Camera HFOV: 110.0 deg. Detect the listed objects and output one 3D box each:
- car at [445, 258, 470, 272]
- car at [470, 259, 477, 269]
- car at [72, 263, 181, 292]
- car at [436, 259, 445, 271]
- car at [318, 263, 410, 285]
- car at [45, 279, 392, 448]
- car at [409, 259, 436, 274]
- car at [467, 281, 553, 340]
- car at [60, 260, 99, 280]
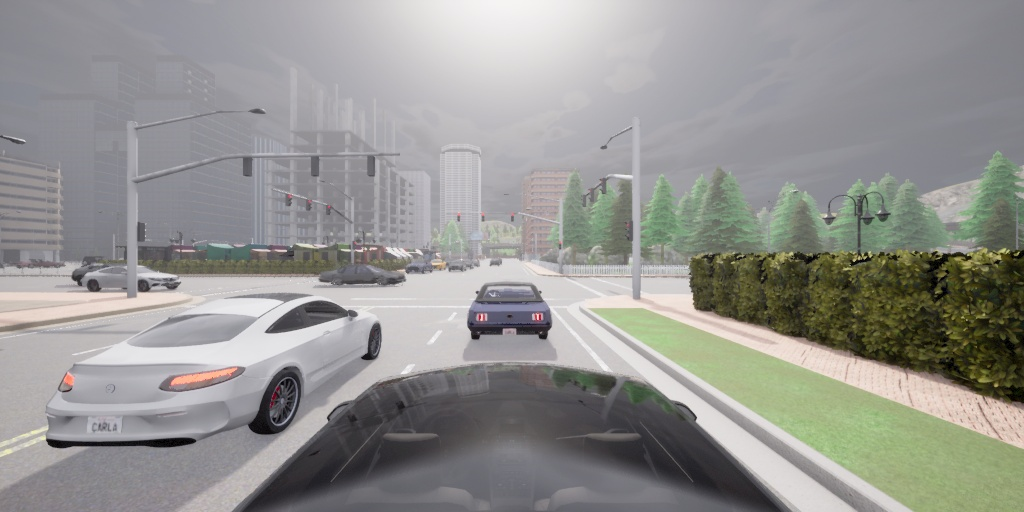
[{"bbox_3d":[-7.075,1.255,46.901,1.837,1.490,4.892,0,0,0],"label":"car"},{"bbox_3d":[-7.052,1.255,56.011,1.837,1.490,4.892,0,0,0],"label":"car"},{"bbox_3d":[-21.967,1.276,20.758,4.674,1.442,1.812,0,0,2],"label":"car"},{"bbox_3d":[-10.566,1.228,50.524,1.882,1.535,5.008,0,0,0],"label":"car"},{"bbox_3d":[-9.925,1.298,23.917,5.357,1.411,2.033,0,0,2],"label":"car"},{"bbox_3d":[-3.505,1.276,5.362,1.812,1.442,4.674,0,0,-1],"label":"car"},{"bbox_3d":[-10.713,1.102,41.561,2.097,1.767,4.553,0,0,3],"label":"car"},{"bbox_3d":[-0.089,1.351,9.969,1.895,1.301,4.718,0,0,-1],"label":"car"},{"bbox_3d":[-26.813,1.240,24.372,4.902,1.511,2.128,0,0,2],"label":"car"}]
